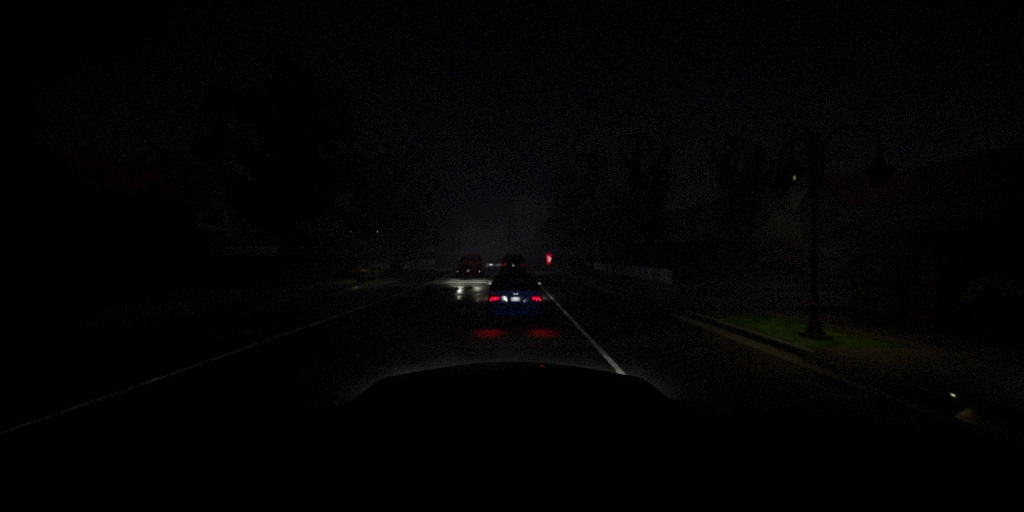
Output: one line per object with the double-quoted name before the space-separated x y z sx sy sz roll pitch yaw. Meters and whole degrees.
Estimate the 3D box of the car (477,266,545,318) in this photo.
"car" 0.101 1.270 12.770 2.033 1.411 5.357 0 0 0

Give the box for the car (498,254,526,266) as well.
"car" 0.104 0.836 31.964 2.150 2.045 5.566 0 0 0

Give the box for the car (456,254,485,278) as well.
"car" -3.595 0.834 32.116 2.150 2.045 5.566 0 0 0
